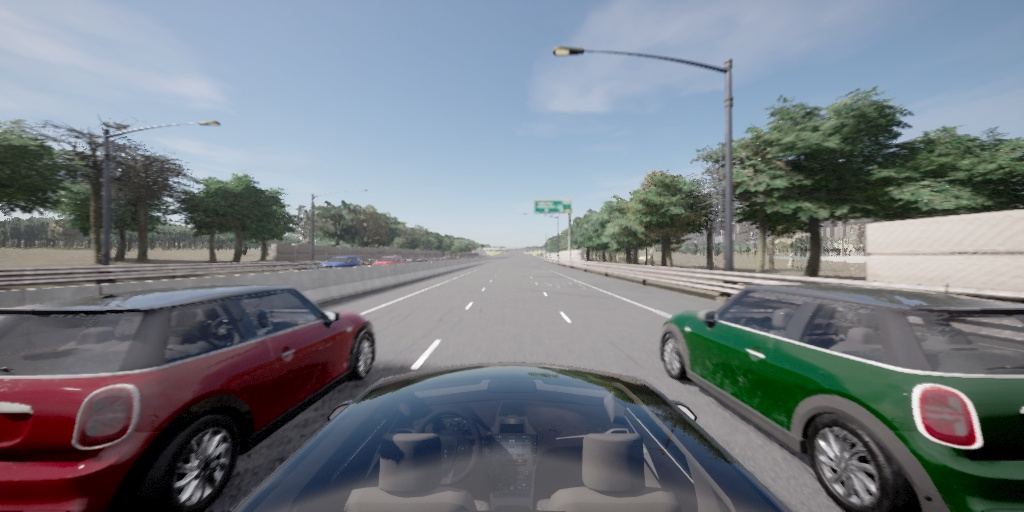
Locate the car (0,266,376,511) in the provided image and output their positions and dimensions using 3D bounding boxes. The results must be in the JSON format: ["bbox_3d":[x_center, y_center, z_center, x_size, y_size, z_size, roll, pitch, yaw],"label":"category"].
[{"bbox_3d":[-3.398,1.107,4.381,2.097,1.767,4.553,0,0,0],"label":"car"}]

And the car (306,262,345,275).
[{"bbox_3d":[-20.949,1.378,40.535,1.895,1.301,4.718,0,0,1],"label":"car"}]

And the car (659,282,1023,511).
[{"bbox_3d":[3.602,1.106,4.388,2.097,1.767,4.553,0,0,0],"label":"car"}]

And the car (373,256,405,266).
[{"bbox_3d":[-13.947,0.997,40.832,2.150,2.045,5.566,0,0,1],"label":"car"}]

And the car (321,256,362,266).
[{"bbox_3d":[-17.489,1.003,36.973,2.150,2.045,5.566,0,0,1],"label":"car"}]
